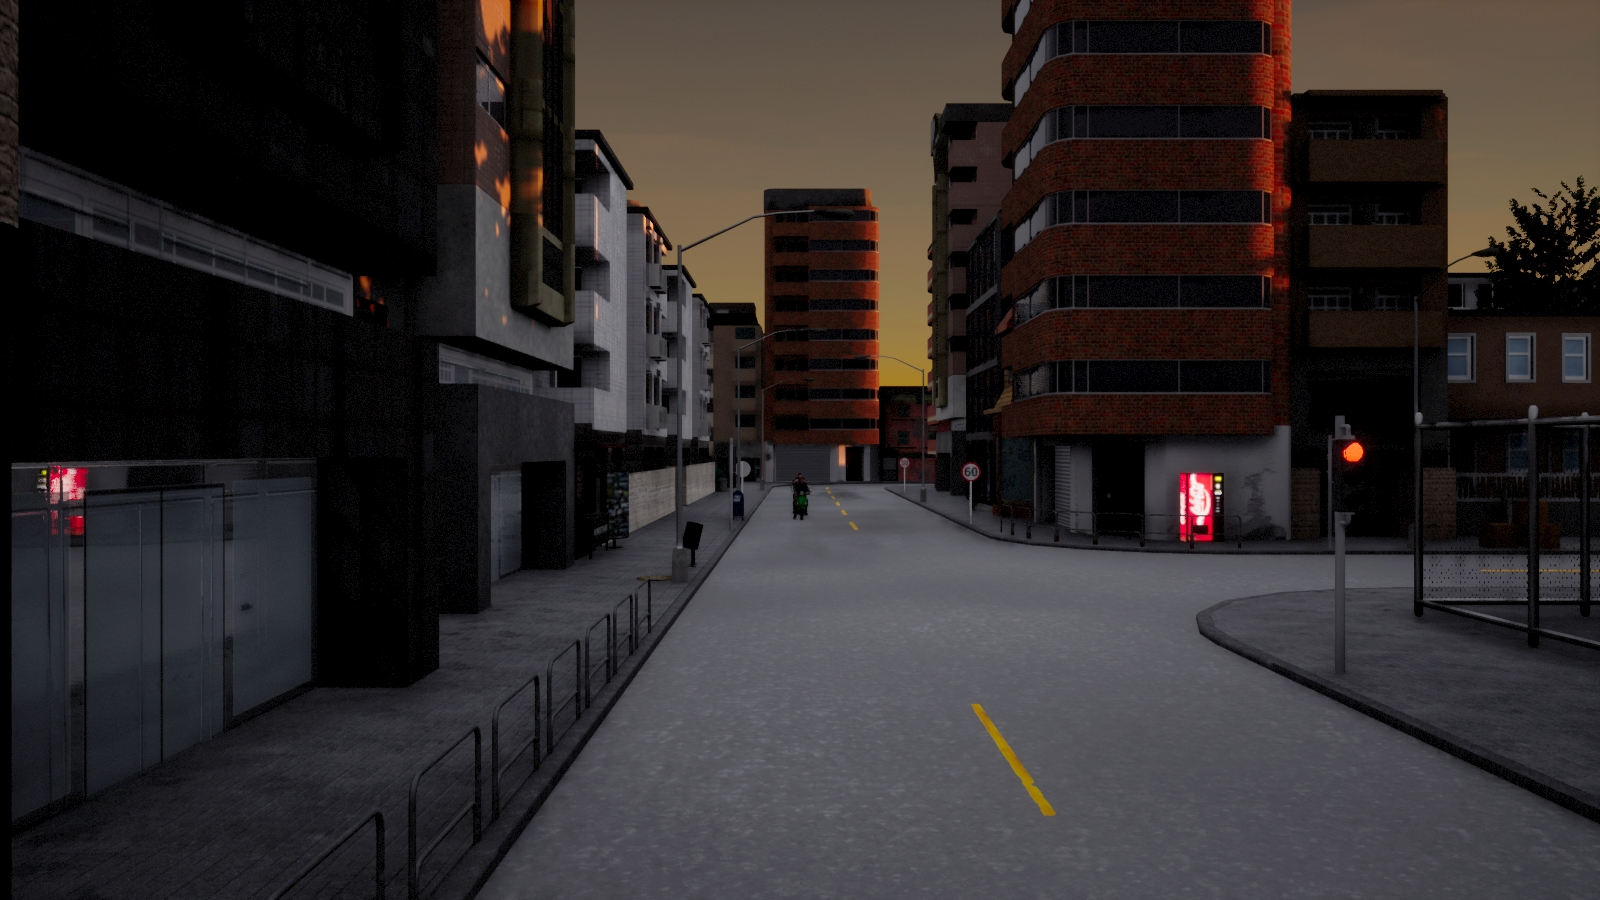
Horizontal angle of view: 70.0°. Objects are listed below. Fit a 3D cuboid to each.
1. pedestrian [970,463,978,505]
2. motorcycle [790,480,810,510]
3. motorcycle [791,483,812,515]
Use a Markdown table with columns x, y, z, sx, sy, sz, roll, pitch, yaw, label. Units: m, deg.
| x | y | z | sx | sy | sz | roll | pitch | yaw | label |
| --- | --- | --- | --- | --- | --- | --- | --- | --- | --- |
| 7.769 | 1.533 | 51.007 | 0.375 | 1.860 | 0.375 | 0 | 0 | 11 | pedestrian |
| 0.019 | 1.970 | 50.389 | 0.856 | 1.236 | 1.805 | 0 | 0 | 0 | motorcycle |
| 0.063 | 1.970 | 46.521 | 0.856 | 1.236 | 1.805 | 0 | 0 | 0 | motorcycle |
